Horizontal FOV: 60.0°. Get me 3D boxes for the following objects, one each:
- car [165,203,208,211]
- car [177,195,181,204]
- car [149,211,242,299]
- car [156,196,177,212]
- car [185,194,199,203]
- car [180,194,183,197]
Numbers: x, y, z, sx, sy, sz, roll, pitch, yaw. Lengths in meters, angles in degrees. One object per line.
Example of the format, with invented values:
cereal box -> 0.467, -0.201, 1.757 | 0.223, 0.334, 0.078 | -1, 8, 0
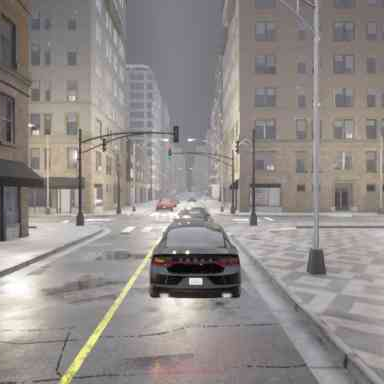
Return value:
car -> 0.132, 1.545, 18.516 | 2.033, 1.411, 5.357 | 0, 0, 7
car -> -3.143, 1.541, 49.435 | 2.033, 1.411, 5.357 | 0, 0, 0
car -> 0.062, 1.477, 8.538 | 1.882, 1.535, 5.008 | 0, 0, 0
car -> -3.159, 1.472, 39.704 | 1.882, 1.535, 5.008 | 0, 0, -1
car -> -0.038, 1.593, 70.744 | 1.895, 1.301, 4.718 | 0, 0, 0
car -> -3.160, 1.498, 59.609 | 1.837, 1.490, 4.892 | 0, 0, 0
